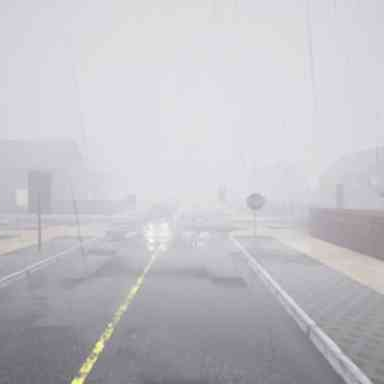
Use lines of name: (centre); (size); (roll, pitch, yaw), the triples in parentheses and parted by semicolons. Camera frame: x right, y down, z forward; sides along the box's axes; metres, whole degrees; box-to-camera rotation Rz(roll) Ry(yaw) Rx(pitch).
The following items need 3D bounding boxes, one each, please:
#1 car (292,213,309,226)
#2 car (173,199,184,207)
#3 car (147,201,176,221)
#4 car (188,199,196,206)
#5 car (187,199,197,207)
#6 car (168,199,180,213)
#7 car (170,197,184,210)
car: (10.437, 1.999, 26.331); (4.718, 1.301, 1.895); (1, 0, -1)
car: (-2.687, 2.250, 68.956); (2.097, 1.767, 4.553); (0, -1, 0)
car: (-2.819, 1.760, 29.552); (2.128, 1.511, 4.902); (0, -2, 0)
car: (0.071, 2.414, 78.698); (1.837, 1.490, 4.892); (0, -1, 0)
car: (0.063, 2.457, 68.688); (1.994, 1.385, 4.181); (0, -1, 0)
car: (-2.809, 1.987, 42.182); (1.812, 1.442, 4.674); (0, -1, 0)
car: (-2.779, 1.896, 56.211); (2.150, 2.045, 5.566); (0, -1, 0)
